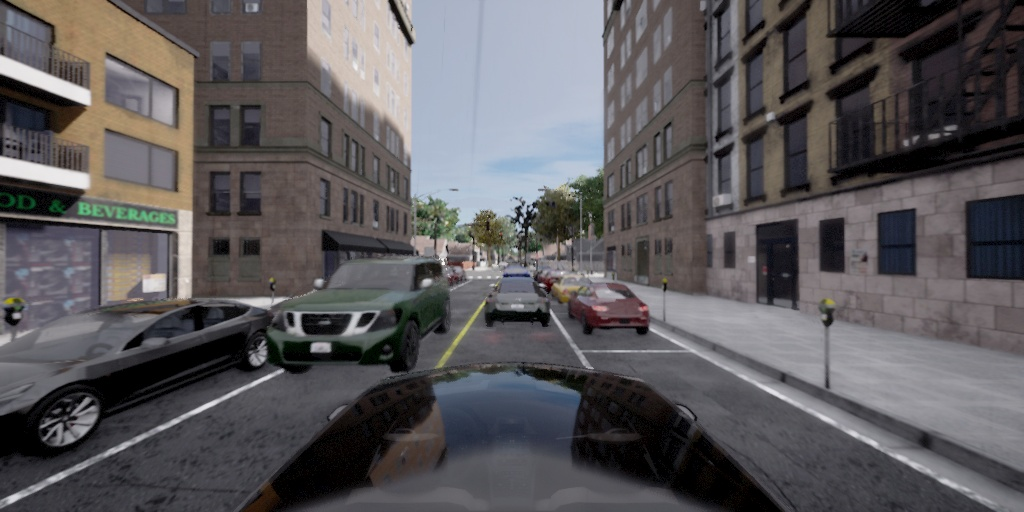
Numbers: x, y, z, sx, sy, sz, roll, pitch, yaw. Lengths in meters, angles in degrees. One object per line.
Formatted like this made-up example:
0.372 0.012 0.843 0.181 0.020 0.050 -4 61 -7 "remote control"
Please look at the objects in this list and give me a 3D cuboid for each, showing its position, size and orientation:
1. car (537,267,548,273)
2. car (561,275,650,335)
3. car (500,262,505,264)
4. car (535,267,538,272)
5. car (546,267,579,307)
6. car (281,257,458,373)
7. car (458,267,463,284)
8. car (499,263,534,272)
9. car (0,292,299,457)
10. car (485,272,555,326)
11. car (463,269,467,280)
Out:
2.791 1.493 21.632 1.888 1.381 4.507 0 0 0 "car"
2.699 1.418 10.597 1.802 1.307 4.207 0 0 0 "car"
0.261 1.429 34.271 2.097 1.767 4.553 0 -1 0 "car"
2.837 1.586 27.150 1.802 1.307 4.207 0 0 0 "car"
2.747 1.417 16.285 1.751 1.417 4.829 0 0 0 "car"
-2.808 1.032 8.084 2.150 2.045 5.566 0 -1 1 "car"
-5.188 1.443 27.215 1.967 1.591 4.097 0 0 0 "car"
0.258 1.452 24.264 1.882 1.535 5.008 0 -1 -1 "car"
-5.372 1.348 5.142 1.948 1.339 4.313 0 0 0 "car"
0.173 1.416 12.179 1.994 1.385 4.181 0 0 0 "car"
-5.142 1.642 32.733 1.802 1.307 4.207 0 0 0 "car"
